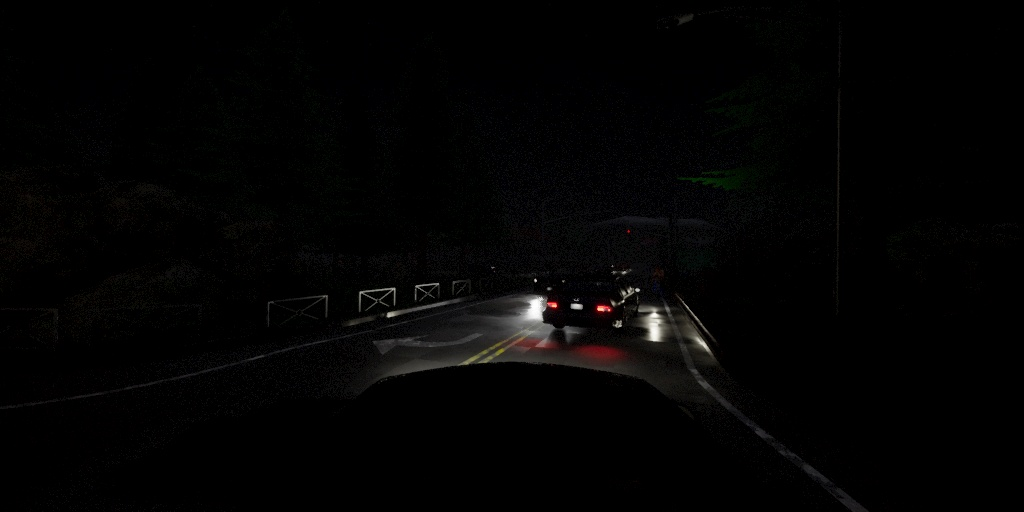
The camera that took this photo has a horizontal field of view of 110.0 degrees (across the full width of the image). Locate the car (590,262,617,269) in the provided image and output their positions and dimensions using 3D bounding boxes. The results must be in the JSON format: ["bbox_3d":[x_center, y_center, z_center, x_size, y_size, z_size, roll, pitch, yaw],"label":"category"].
[{"bbox_3d":[11.275,1.688,45.934,1.812,1.442,4.674,1,1,39],"label":"car"}]

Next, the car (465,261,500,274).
[{"bbox_3d":[-3.769,1.392,44.810,4.553,1.767,2.097,1,-1,21],"label":"car"}]

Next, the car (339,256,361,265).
[{"bbox_3d":[-22.665,1.018,52.409,5.566,2.045,2.150,1,-1,25],"label":"car"}]

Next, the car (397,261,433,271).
[{"bbox_3d":[-13.087,1.396,48.408,5.008,1.535,1.882,1,-1,21],"label":"car"}]

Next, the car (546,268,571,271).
[{"bbox_3d":[2.644,1.369,20.074,1.895,1.301,4.718,1,-1,21],"label":"car"}]

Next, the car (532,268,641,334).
[{"bbox_3d":[2.534,1.231,10.403,2.033,1.411,5.357,1,-1,25],"label":"car"}]

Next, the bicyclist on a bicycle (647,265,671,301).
[{"bbox_3d":[6.802,1.259,16.513,1.656,1.620,0.582,1,0,-30],"label":"bicyclist on a bicycle"}]

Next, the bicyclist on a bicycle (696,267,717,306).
[{"bbox_3d":[8.215,1.273,15.098,1.656,1.620,0.582,1,0,-33],"label":"bicyclist on a bicycle"}]

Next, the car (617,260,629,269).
[{"bbox_3d":[18.317,1.731,61.273,2.097,1.767,4.553,1,-1,21],"label":"car"}]
